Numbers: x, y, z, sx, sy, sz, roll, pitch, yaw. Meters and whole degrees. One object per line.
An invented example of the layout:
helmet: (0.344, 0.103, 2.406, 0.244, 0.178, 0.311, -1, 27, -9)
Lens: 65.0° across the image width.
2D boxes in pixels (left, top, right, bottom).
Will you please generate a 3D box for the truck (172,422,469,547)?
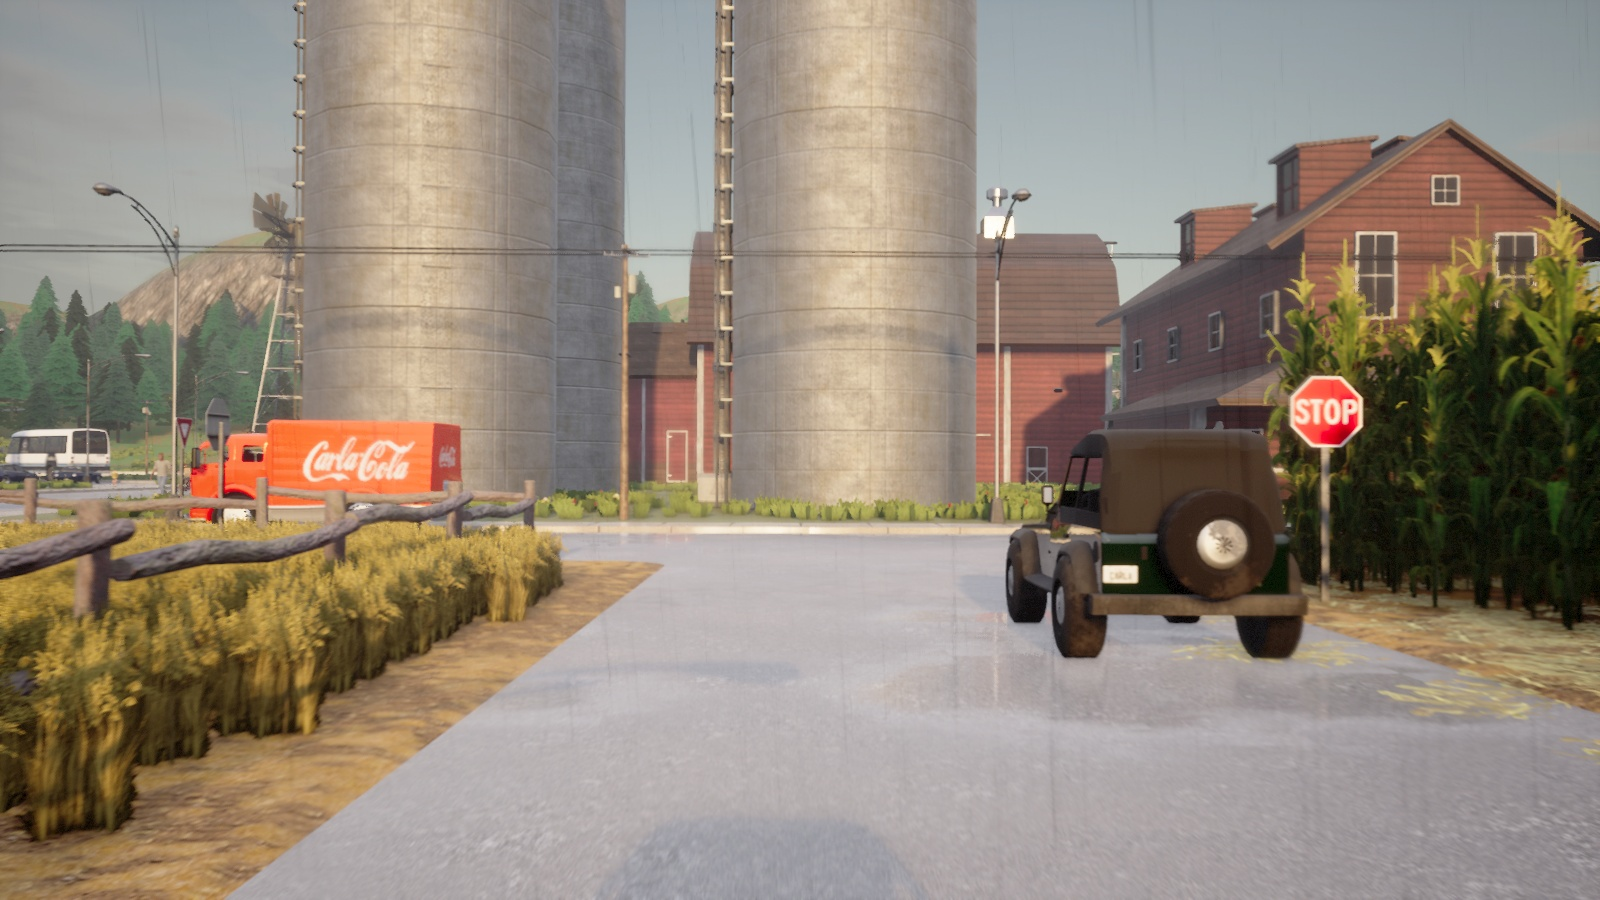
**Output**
truck: (-9.903, 0.706, 26.333, 5.204, 2.467, 2.627, 0, -1, 1)

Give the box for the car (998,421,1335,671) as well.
car: (3.072, 0.751, 11.419, 1.905, 1.878, 3.866, 0, -1, 0)

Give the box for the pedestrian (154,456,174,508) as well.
pedestrian: (-22.438, 1.123, 44.308, 0.354, 1.836, 0.706, 0, -1, 3)

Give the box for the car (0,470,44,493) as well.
car: (-52.736, 2.078, 83.464, 2.163, 1.488, 4.792, 0, -1, 0)
